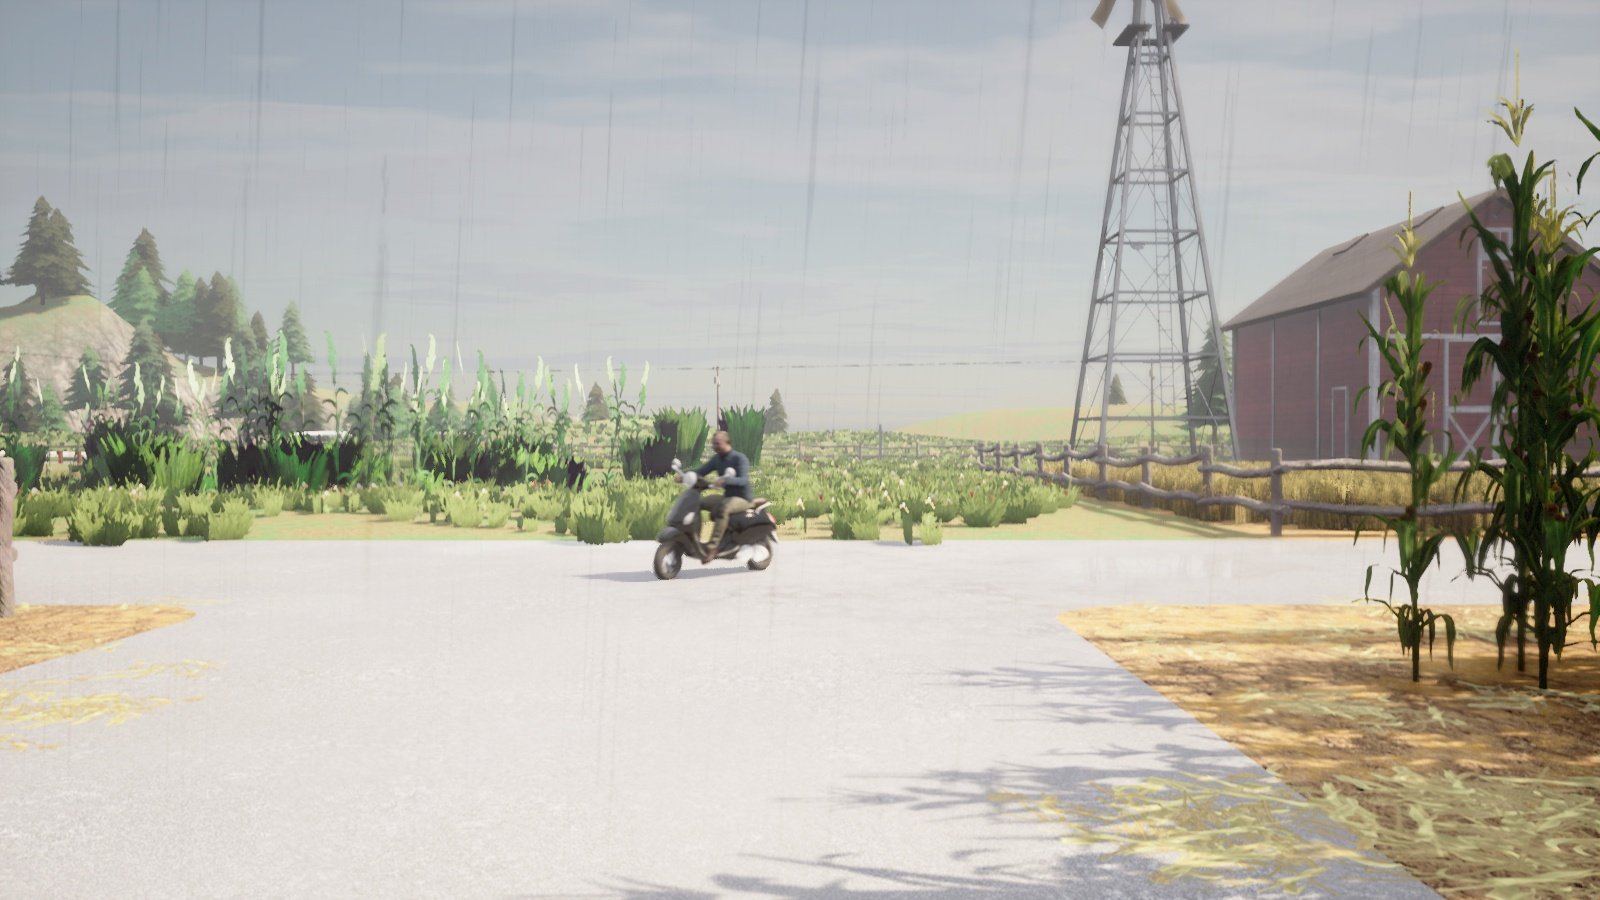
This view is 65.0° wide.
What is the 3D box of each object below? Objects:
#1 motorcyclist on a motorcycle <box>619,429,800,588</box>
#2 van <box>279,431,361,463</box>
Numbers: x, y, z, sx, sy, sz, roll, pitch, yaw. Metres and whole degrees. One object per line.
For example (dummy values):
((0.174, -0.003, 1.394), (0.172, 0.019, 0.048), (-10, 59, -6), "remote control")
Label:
((-0.969, 0.589, 13.717), (0.866, 1.590, 1.817), (4, 3, 44), "motorcyclist on a motorcycle")
((-31.149, -0.206, 81.555), (4.480, 2.038, 2.069), (0, 0, 6), "van")
